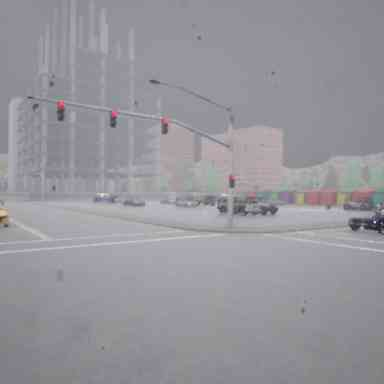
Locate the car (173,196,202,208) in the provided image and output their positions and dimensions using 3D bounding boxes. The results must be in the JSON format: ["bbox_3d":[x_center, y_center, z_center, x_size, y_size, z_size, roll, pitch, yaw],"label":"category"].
[{"bbox_3d":[-0.710,1.697,50.670,1.970,1.475,3.806,1,0,-35],"label":"car"}]

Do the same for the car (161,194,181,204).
[{"bbox_3d":[-4.631,1.759,66.353,1.970,1.475,3.806,1,0,-35],"label":"car"}]

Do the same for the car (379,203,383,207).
[{"bbox_3d":[25.519,1.902,47.719,1.970,1.475,3.806,1,0,-35],"label":"car"}]

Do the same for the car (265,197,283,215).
[{"bbox_3d":[7.077,1.427,34.803,1.905,1.878,3.866,1,0,-35],"label":"car"}]

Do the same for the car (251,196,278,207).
[{"bbox_3d":[13.091,1.631,60.422,1.932,1.855,4.605,1,0,-35],"label":"car"}]

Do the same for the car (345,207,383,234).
[{"bbox_3d":[11.856,1.827,20.861,4.718,1.301,1.895,1,0,-34],"label":"car"}]

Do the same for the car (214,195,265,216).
[{"bbox_3d":[4.673,1.394,33.190,1.932,1.855,4.605,1,0,-35],"label":"car"}]

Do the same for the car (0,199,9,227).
[{"bbox_3d":[-13.534,1.498,22.311,1.882,1.535,5.008,1,0,-35],"label":"car"}]

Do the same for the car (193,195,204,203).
[{"bbox_3d":[-0.084,1.575,69.590,1.932,1.855,4.605,1,0,-35],"label":"car"}]

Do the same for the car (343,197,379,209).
[{"bbox_3d":[23.142,1.632,46.071,1.905,1.878,3.866,1,0,-35],"label":"car"}]

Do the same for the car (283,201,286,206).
[{"bbox_3d":[15.501,1.872,62.027,1.784,1.438,3.905,1,0,-35],"label":"car"}]
